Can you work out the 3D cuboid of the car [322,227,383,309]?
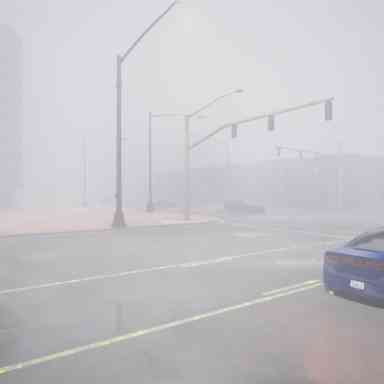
[{"bbox_3d":[4.928,1.477,7.262,5.008,1.535,1.882,0,0,-35],"label":"car"}]

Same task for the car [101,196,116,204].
[{"bbox_3d":[-16.032,1.492,64.113,2.128,1.511,4.902,0,0,-35],"label":"car"}]

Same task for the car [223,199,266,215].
[{"bbox_3d":[5.303,1.477,34.081,1.882,1.535,5.008,0,0,-36],"label":"car"}]

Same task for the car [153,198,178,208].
[{"bbox_3d":[-3.785,1.563,46.814,1.994,1.385,4.181,0,0,-35],"label":"car"}]
